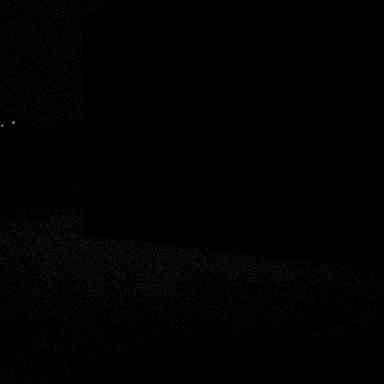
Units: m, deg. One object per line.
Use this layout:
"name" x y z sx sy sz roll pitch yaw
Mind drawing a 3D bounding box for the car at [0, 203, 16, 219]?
"car" -16.445 1.523 26.448 2.008 1.369 4.403 0 0 35
